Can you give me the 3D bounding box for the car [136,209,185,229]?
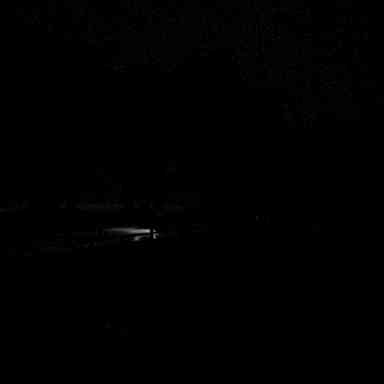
[{"bbox_3d":[-2.411,2.074,26.683,1.812,1.442,4.674,1,-1,35],"label":"car"}]
